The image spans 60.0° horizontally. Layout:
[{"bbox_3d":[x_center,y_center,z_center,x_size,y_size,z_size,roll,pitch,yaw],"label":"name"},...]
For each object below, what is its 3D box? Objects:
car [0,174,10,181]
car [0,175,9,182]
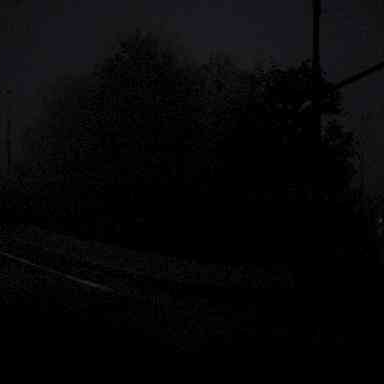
[{"bbox_3d":[-47.707,-3.620,82.748,2.033,1.411,5.357,0,4,-5],"label":"car"},{"bbox_3d":[-43.292,-3.131,75.890,1.812,1.442,4.674,0,4,-7],"label":"car"}]
